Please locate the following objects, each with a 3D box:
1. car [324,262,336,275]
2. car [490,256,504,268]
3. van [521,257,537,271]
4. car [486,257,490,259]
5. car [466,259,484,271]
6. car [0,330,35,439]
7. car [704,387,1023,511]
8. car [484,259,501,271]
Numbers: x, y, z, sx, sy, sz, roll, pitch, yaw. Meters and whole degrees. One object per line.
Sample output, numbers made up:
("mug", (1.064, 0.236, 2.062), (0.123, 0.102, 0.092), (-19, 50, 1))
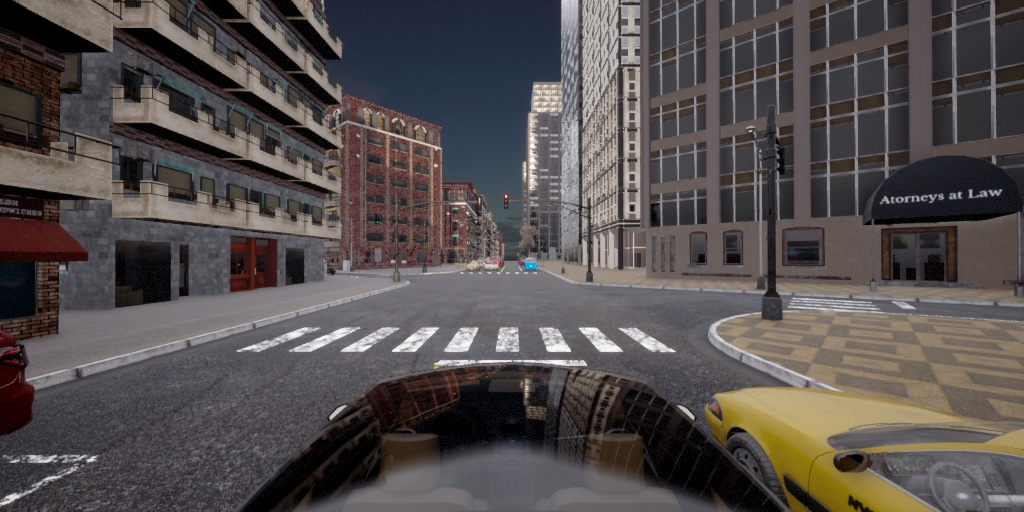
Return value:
("car", (-22.368, 1.456, 41.805), (4.892, 1.490, 1.837), (-1, -1, 41))
("car", (-2.853, 1.043, 62.482), (2.150, 2.045, 5.566), (0, 0, 0))
("van", (2.545, 1.136, 50.110), (1.690, 1.789, 3.998), (0, 0, 0))
("car", (-5.340, 1.260, 61.212), (1.967, 1.591, 4.097), (0, 0, 0))
("car", (-5.335, 1.321, 49.937), (1.751, 1.417, 4.829), (0, 0, 0))
("car", (-5.314, 1.065, 1.107), (2.192, 1.841, 5.009), (0, 0, 0))
("car", (2.566, 1.275, 1.287), (1.751, 1.417, 4.829), (0, 0, 0))
("car", (-2.869, 1.397, 50.221), (1.895, 1.301, 4.718), (0, 0, -2))
